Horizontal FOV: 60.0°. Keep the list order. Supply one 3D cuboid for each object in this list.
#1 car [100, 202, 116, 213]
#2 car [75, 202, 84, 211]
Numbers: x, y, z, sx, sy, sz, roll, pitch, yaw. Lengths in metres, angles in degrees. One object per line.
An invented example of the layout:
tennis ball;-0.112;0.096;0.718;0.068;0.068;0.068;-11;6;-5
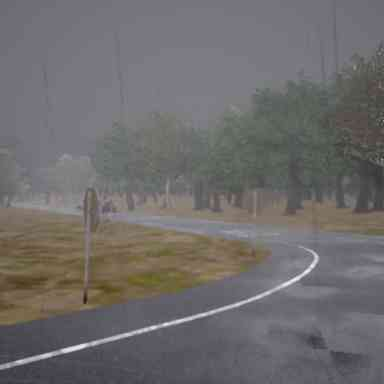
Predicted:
car;-12.895;2.295;49.496;1.837;1.490;4.892;3;-2;-34
car;-18.764;2.510;58.024;2.033;1.411;5.357;3;-3;-34
